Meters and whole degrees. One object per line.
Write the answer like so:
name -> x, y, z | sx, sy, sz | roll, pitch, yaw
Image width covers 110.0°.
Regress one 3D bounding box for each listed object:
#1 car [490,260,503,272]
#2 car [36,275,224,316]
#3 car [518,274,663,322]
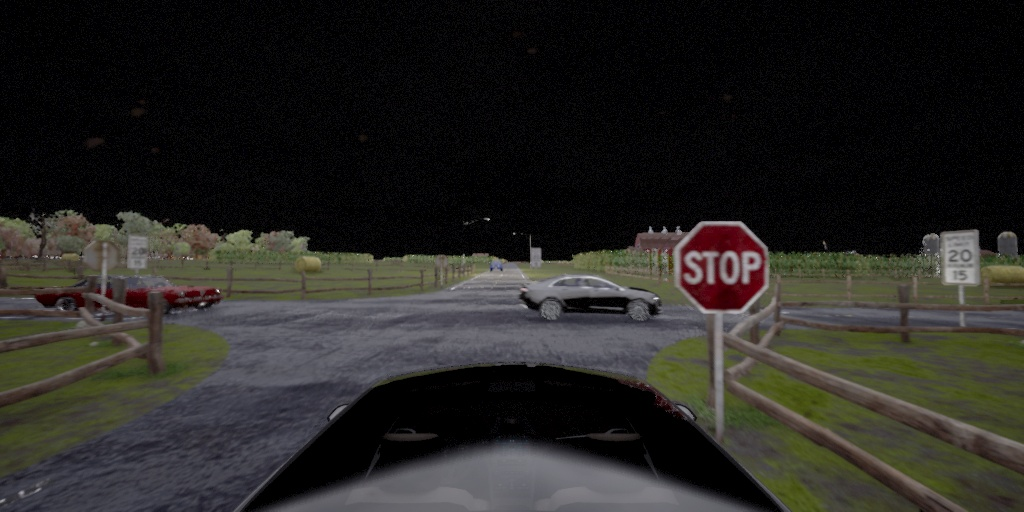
car -> -2.766, 1.724, 64.388 | 2.150, 2.045, 5.566 | 0, -1, 0
car -> -12.860, 1.304, 12.338 | 4.718, 1.301, 1.895 | 1, -2, -1
car -> 2.647, 1.386, 12.513 | 4.902, 1.511, 2.128 | 1, -1, -1
